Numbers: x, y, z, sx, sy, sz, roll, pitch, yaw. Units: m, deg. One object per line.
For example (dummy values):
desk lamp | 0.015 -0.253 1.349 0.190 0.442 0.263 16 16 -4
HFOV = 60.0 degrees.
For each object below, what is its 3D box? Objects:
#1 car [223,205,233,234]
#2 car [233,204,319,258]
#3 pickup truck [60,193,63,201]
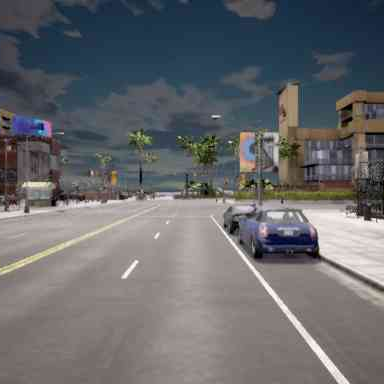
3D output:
car | 2.900 1.446 19.057 2.097 1.535 5.008 0 0 0
car | 3.040 1.320 12.632 2.185 1.767 4.553 0 0 0
pickup truck | -28.603 1.062 79.524 6.274 2.098 2.390 0 0 0
